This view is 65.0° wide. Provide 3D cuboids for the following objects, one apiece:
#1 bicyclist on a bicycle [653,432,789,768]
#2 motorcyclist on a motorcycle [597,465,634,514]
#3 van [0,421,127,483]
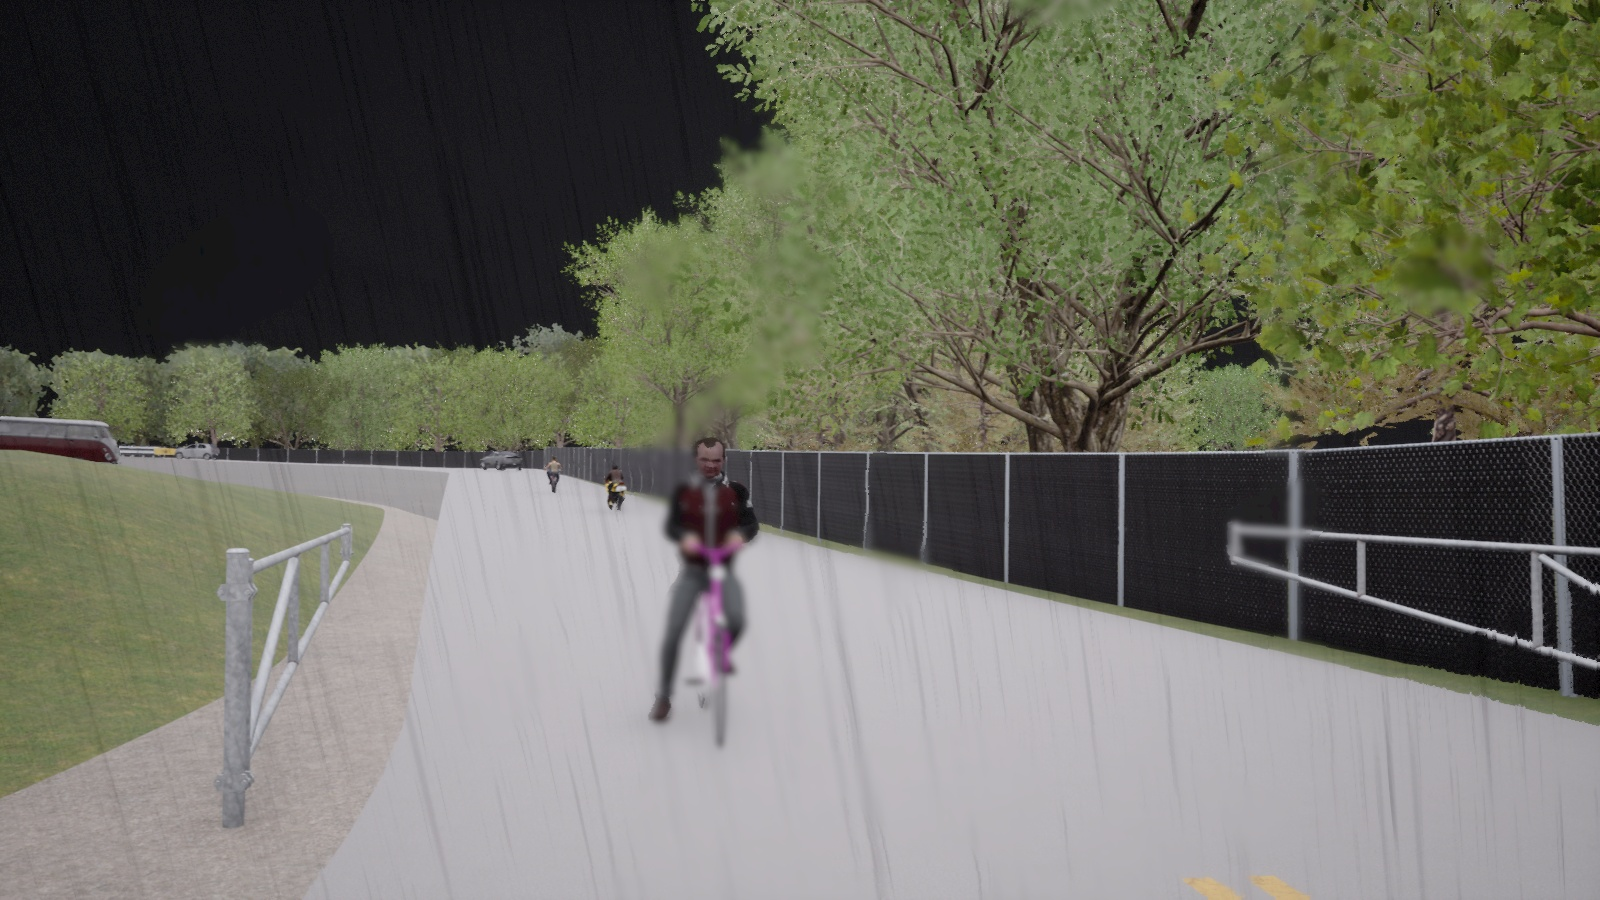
[{"bbox_3d":[-0.525,0.811,7.601,0.659,1.776,1.843,0,-1,-9],"label":"bicyclist on a bicycle"},{"bbox_3d":[-6.036,1.278,41.052,0.797,1.523,2.044,0,0,-20],"label":"motorcyclist on a motorcycle"},{"bbox_3d":[-26.713,0.089,44.664,4.442,1.987,1.775,3,-2,-12],"label":"van"}]
